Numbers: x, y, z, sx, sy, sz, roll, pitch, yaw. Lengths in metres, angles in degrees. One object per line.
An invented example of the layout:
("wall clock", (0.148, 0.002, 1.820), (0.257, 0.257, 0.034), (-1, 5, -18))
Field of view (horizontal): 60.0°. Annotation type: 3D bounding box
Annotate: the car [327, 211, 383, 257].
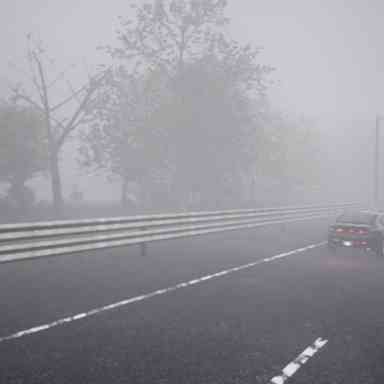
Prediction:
("car", (6.995, 1.517, 13.253), (1.837, 1.490, 4.892), (1, 1, 42))
